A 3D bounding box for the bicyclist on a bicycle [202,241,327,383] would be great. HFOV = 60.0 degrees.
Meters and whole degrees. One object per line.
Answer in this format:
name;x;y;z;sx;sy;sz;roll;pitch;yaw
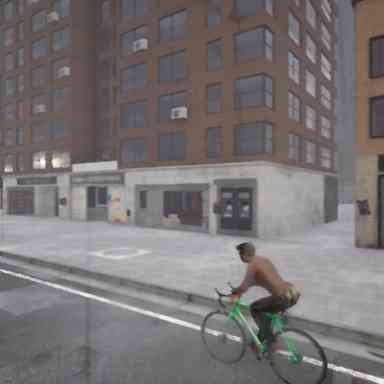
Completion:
bicyclist on a bicycle;0.802;1.449;4.088;1.656;1.620;0.582;0;0;36
